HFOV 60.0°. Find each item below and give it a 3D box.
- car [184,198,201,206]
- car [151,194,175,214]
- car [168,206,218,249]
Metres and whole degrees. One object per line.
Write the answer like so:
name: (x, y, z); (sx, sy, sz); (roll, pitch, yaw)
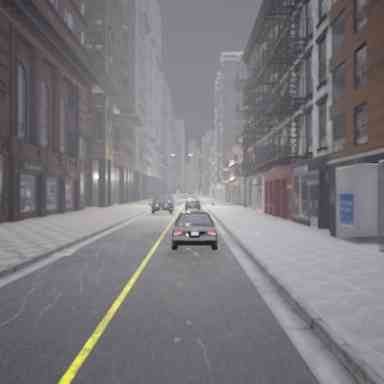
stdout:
car: (0.099, 1.471, 41.099); (2.128, 1.511, 4.902); (0, 0, 0)
car: (-3.002, 1.243, 35.379); (2.150, 2.045, 5.566); (0, 0, 0)
car: (0.100, 1.537, 14.444); (2.033, 1.411, 5.357); (0, 0, 0)
